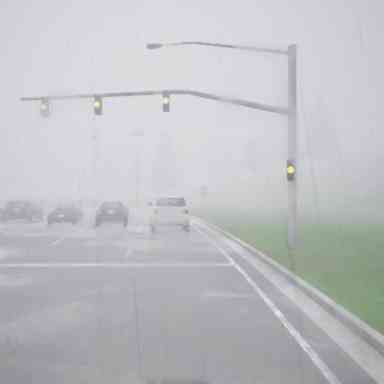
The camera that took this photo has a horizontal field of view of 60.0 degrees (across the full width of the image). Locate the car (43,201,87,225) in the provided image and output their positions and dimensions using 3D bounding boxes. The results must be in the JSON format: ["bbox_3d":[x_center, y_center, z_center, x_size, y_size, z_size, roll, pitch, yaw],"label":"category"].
[{"bbox_3d":[-9.283,1.591,24.610,1.994,1.385,4.181,0,0,-11],"label":"car"}]

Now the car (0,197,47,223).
[{"bbox_3d":[-13.229,1.387,26.252,2.097,1.767,4.553,0,0,-12],"label":"car"}]

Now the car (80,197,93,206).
[{"bbox_3d":[-17.794,1.603,56.051,5.357,1.411,2.033,0,0,43],"label":"car"}]

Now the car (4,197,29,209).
[{"bbox_3d":[-26.085,1.576,49.358,4.892,1.490,1.837,1,0,43],"label":"car"}]

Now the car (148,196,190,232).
[{"bbox_3d":[-1.479,1.232,20.502,2.150,2.045,5.566,0,0,-8],"label":"car"}]

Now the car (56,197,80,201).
[{"bbox_3d":[-20.660,1.566,53.932,4.892,1.490,1.837,0,0,43],"label":"car"}]

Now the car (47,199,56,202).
[{"bbox_3d":[-23.397,1.629,51.650,4.181,1.385,1.994,0,0,42],"label":"car"}]

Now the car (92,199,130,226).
[{"bbox_3d":[-5.554,1.372,23.677,2.097,1.767,4.553,0,0,-9],"label":"car"}]
